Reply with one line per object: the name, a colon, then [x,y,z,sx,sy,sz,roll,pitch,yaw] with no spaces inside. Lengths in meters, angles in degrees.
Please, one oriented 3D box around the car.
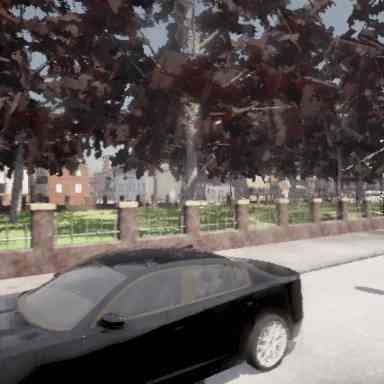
car: [-0.705,1.478,4.103,5.008,1.535,1.882,0,0,-35]
